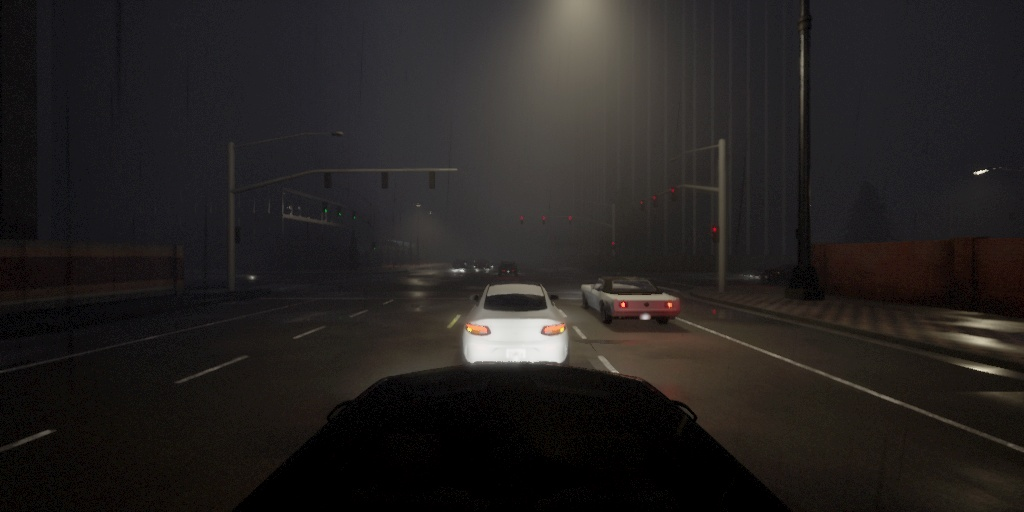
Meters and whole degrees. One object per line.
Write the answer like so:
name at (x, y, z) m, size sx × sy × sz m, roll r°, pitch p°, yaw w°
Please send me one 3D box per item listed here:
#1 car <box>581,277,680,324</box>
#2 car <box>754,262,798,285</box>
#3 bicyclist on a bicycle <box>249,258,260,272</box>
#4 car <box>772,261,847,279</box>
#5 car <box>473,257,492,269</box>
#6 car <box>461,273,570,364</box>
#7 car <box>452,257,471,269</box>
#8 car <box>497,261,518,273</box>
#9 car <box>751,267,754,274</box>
car at (3.565, 1.337, 11.800) m, size 1.895 × 1.301 × 4.718 m, roll 0°, pitch 0°, yaw 0°
car at (19.700, 1.244, 24.544) m, size 4.674 × 1.442 × 1.812 m, roll 0°, pitch 0°, yaw 0°
bicyclist on a bicycle at (-28.401, 0.999, 39.524) m, size 0.582 × 1.620 × 1.656 m, roll 0°, pitch 0°, yaw -1°
car at (26.245, 1.200, 31.747) m, size 4.902 × 1.511 × 2.128 m, roll 0°, pitch 0°, yaw 0°
car at (-4.446, 1.155, 54.823) m, size 1.882 × 1.535 × 5.008 m, roll 0°, pitch 0°, yaw -1°
car at (0.060, 1.268, 7.583) m, size 1.812 × 1.442 × 4.674 m, roll 0°, pitch 0°, yaw 0°
car at (-7.949, 1.169, 54.960) m, size 2.128 × 1.511 × 4.902 m, roll 0°, pitch 0°, yaw -1°
car at (-0.425, 1.207, 36.116) m, size 1.837 × 1.490 × 4.892 m, roll 0°, pitch 0°, yaw -1°
car at (25.957, 1.268, 35.245) m, size 4.181 × 1.385 × 1.994 m, roll 0°, pitch 0°, yaw 0°
